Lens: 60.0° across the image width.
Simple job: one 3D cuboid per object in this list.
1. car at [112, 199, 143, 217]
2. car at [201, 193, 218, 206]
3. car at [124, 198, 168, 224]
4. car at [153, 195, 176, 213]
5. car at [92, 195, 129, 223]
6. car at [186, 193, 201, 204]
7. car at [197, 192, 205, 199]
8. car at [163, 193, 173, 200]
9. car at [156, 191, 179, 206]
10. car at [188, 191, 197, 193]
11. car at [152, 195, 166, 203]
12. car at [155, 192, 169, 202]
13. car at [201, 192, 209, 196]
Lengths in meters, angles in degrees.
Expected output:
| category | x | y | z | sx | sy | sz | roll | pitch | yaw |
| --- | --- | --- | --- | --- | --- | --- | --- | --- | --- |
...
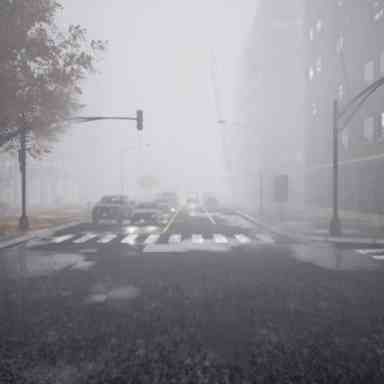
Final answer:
| category | x | y | z | sx | sy | sz | roll | pitch | yaw |
| --- | --- | --- | --- | --- | --- | --- | --- | --- | --- |
| car | -5.690 | 1.370 | 29.702 | 1.947 | 1.339 | 4.313 | 0 | 0 | 0 |
| car | 2.692 | 1.266 | 46.269 | 1.947 | 1.339 | 4.313 | 0 | 0 | 0 |
| car | -3.100 | 1.391 | 23.470 | 2.033 | 1.411 | 5.357 | 0 | 0 | 0 |
| car | -3.098 | 1.324 | 33.923 | 2.033 | 1.411 | 5.357 | 0 | 0 | 0 |
| car | -5.691 | 1.154 | 24.177 | 2.192 | 1.841 | 5.009 | 0 | 0 | 0 |
| car | 0.104 | 1.264 | 52.448 | 1.895 | 1.301 | 4.718 | 0 | 0 | 0 |
| car | 2.357 | 0.935 | 86.493 | 1.801 | 1.575 | 5.366 | 0 | 0 | 0 |
| car | -5.687 | 1.065 | 79.407 | 2.008 | 1.369 | 4.403 | 0 | 0 | 0 |
| car | -3.049 | 0.932 | 44.563 | 2.150 | 2.045 | 5.566 | 0 | 0 | 3 |
| car | 0.005 | 0.819 | 64.049 | 2.150 | 2.045 | 5.566 | 0 | 0 | 0 |
| car | -5.688 | 1.201 | 57.316 | 1.947 | 1.339 | 4.313 | 0 | 0 | 0 |
| car | -5.688 | 0.919 | 62.836 | 2.192 | 1.841 | 5.009 | 0 | 0 | 0 |
| car | 2.692 | 1.191 | 51.961 | 1.752 | 1.417 | 4.829 | 0 | 0 | 0 |
